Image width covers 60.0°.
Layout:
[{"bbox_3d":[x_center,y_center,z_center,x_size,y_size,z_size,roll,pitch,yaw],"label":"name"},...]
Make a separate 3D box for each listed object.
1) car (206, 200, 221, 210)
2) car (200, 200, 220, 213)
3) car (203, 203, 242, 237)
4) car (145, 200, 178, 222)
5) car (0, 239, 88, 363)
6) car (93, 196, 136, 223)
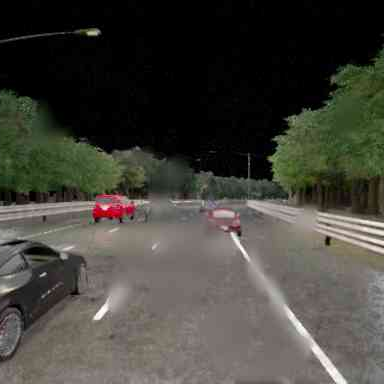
[{"bbox_3d":[3.332,1.957,51.322,1.994,1.385,4.181,0,-1,8],"label":"car"},{"bbox_3d":[2.040,1.762,39.835,1.994,1.385,4.181,0,-1,8],"label":"car"},{"bbox_3d":[1.681,1.574,18.375,1.812,1.442,4.674,0,0,3],"label":"car"},{"bbox_3d":[-2.395,1.429,27.123,2.097,1.767,4.553,0,0,4],"label":"car"},{"bbox_3d":[-3.314,1.536,5.757,1.812,1.442,4.674,0,0,1],"label":"car"},{"bbox_3d":[-5.979,1.293,26.160,2.150,2.045,5.566,0,0,4],"label":"car"}]
